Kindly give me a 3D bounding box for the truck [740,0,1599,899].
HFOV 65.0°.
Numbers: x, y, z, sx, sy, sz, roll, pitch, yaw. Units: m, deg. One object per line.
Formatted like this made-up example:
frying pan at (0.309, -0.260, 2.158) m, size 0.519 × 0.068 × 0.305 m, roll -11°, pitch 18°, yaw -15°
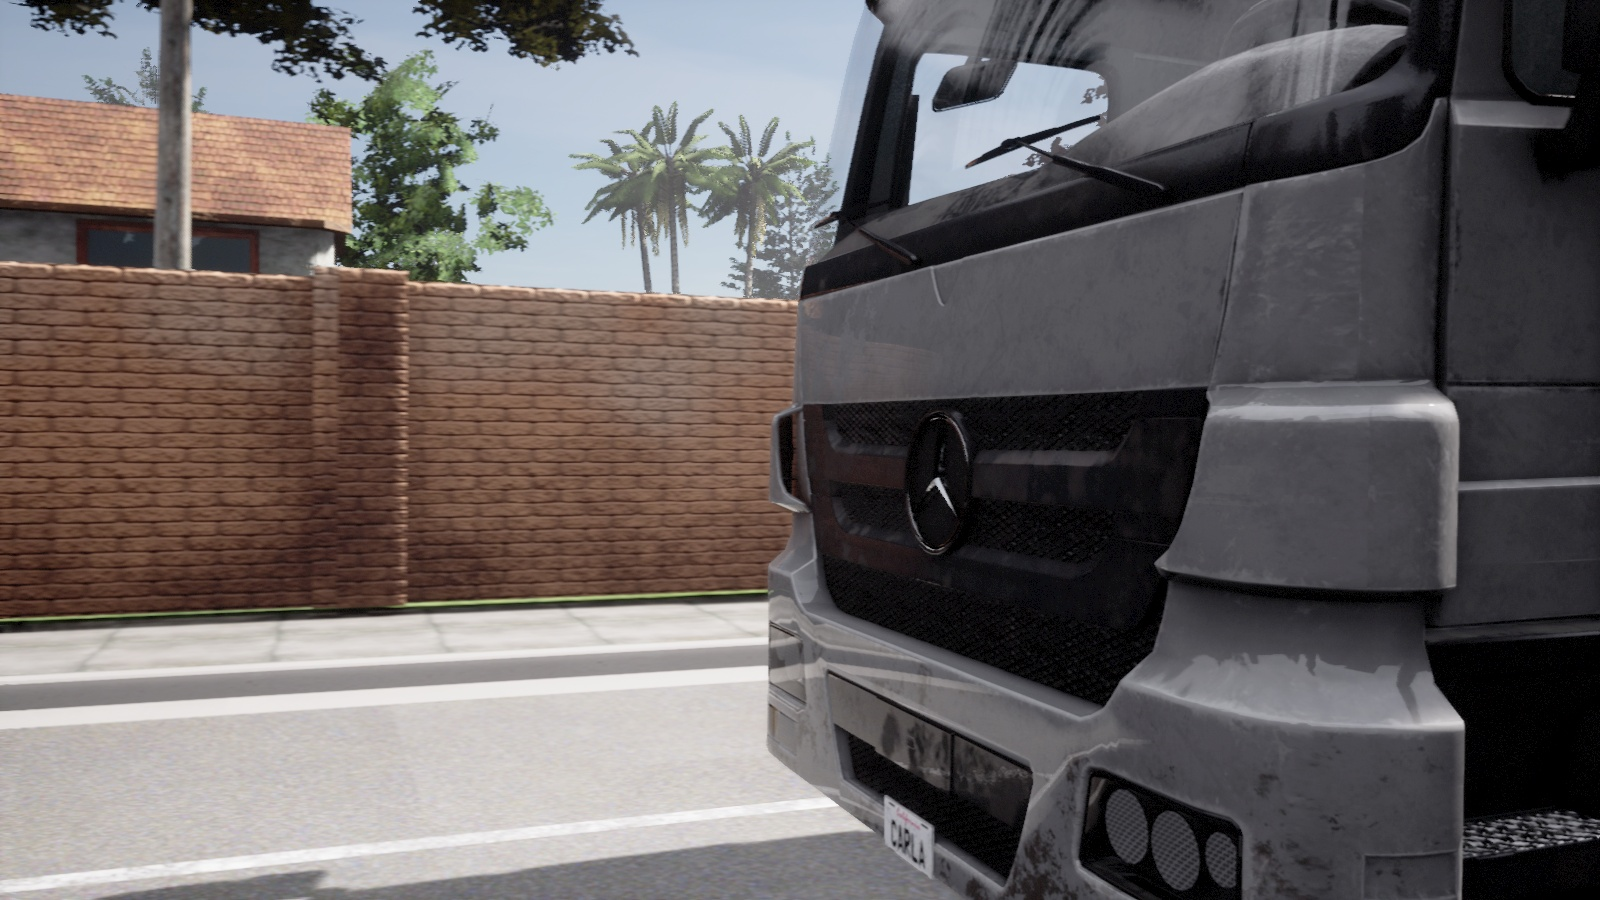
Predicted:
truck at (4.015, -0.305, 4.752) m, size 7.936 × 3.462 × 2.891 m, roll -1°, pitch 1°, yaw -21°
